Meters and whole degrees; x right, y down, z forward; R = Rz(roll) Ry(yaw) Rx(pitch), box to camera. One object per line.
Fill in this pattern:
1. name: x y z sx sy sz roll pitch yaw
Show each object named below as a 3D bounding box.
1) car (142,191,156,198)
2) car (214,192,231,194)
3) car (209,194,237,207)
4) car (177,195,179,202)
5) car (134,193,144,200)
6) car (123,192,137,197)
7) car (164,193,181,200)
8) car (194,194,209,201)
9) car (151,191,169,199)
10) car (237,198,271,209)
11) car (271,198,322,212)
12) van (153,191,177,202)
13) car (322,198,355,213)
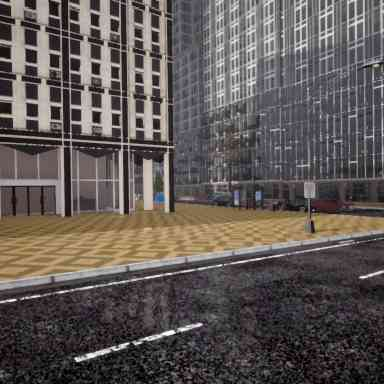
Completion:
1. car: -10.707 0.684 82.322 1.967 1.590 4.097 0 1 -34
2. car: 5.578 1.167 48.034 1.882 1.535 5.008 -1 1 -34
3. car: 4.669 1.318 44.676 1.947 1.339 4.313 -1 1 -34
4. car: -4.319 1.039 62.778 1.882 1.535 5.008 -1 1 -34
5. car: -11.253 1.038 68.213 2.008 1.369 4.403 0 1 -34
6. car: -17.093 0.687 91.726 2.008 1.369 4.403 0 1 -34
7. car: -4.320 0.934 72.921 1.802 1.307 4.206 0 1 -34
8. car: 2.067 1.042 63.517 1.802 1.307 4.206 -1 1 -34
9. car: -7.514 0.613 77.619 2.192 1.841 5.009 0 1 -34
10. car: 7.814 1.387 39.943 1.802 1.307 4.206 -1 1 -34
11. car: 10.993 1.422 35.229 1.947 1.339 4.313 -1 1 -34
12. van: -4.866 0.936 58.807 1.690 1.788 3.998 0 1 -34
13. car: 14.549 1.360 34.822 1.812 1.442 4.674 -1 1 -34
